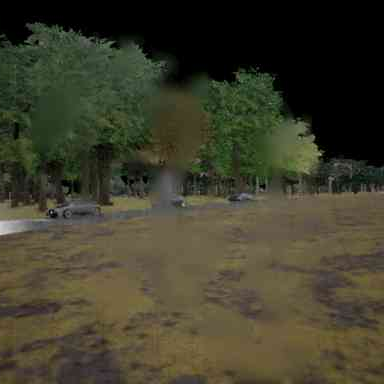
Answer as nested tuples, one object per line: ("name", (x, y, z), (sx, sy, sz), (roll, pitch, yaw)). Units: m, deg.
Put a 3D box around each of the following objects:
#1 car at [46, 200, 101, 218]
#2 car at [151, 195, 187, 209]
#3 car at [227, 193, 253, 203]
("car", (-9.465, 1.330, 26.745), (1.994, 1.385, 4.181), (-3, -1, 36))
("car", (-2.498, 1.080, 36.629), (1.837, 1.490, 4.892), (-3, -1, 35))
("car", (7.412, 0.866, 50.586), (2.033, 1.411, 5.357), (-3, -1, 36))
